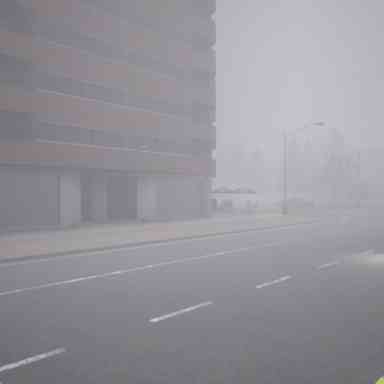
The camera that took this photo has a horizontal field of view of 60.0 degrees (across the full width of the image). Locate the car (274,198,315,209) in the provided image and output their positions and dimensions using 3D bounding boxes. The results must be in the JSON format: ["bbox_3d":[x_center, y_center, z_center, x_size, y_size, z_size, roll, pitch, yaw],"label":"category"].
[{"bbox_3d":[13.921,1.482,45.275,2.033,1.411,5.357,0,0,-43],"label":"car"}]
